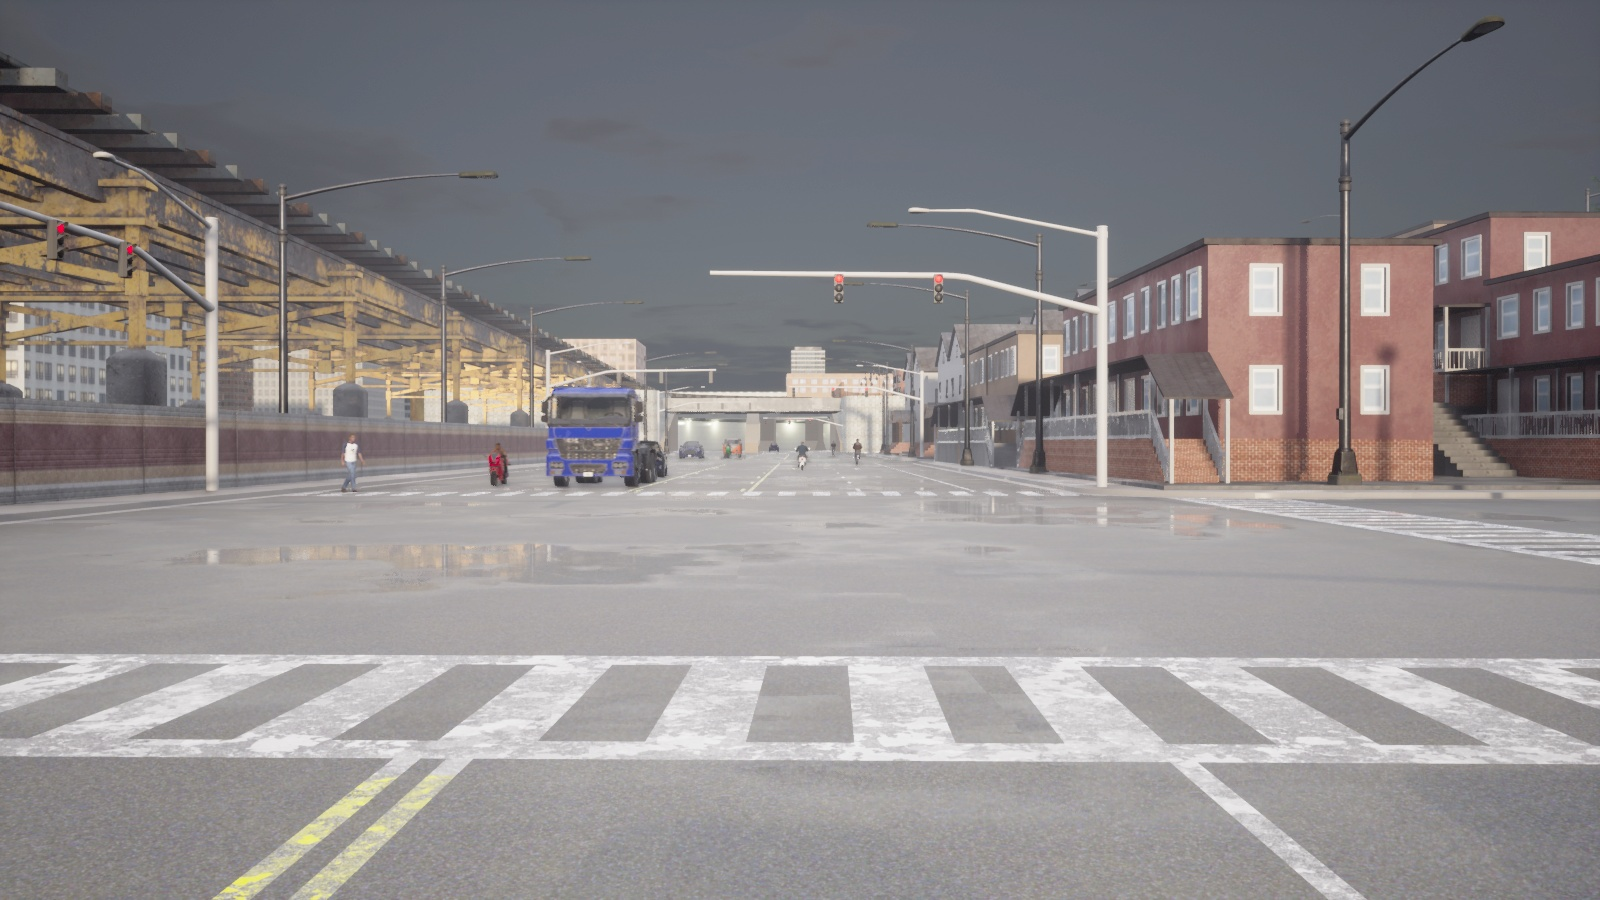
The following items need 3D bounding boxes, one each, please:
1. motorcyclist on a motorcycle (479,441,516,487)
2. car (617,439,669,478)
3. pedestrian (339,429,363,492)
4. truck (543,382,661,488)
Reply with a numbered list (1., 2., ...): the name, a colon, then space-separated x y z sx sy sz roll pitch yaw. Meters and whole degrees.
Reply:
1. motorcyclist on a motorcycle: -10.414 0.475 43.309 0.797 1.523 2.044 0 1 0
2. car: -6.954 0.353 56.137 2.033 1.649 4.856 0 0 -4
3. pedestrian: -13.396 0.309 37.452 0.706 1.836 0.354 0 0 39
4. truck: -6.868 -0.491 44.739 2.891 3.462 7.936 0 0 0
